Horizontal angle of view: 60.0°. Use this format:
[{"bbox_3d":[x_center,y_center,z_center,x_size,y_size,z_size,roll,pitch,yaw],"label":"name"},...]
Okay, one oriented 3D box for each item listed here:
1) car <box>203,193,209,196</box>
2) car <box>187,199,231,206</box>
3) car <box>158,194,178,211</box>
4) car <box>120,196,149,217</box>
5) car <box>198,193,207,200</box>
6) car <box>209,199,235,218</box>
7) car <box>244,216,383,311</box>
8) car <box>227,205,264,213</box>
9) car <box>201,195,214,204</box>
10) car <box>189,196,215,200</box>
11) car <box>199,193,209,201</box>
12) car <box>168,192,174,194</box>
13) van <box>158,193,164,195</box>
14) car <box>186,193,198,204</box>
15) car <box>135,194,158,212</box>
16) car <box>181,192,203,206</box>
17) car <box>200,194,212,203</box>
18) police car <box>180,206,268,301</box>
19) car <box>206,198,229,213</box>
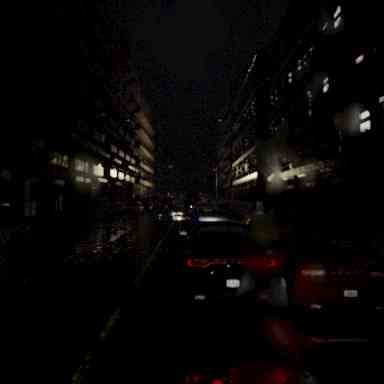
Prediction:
[{"bbox_3d":[2.636,1.351,51.891,1.887,1.381,4.507,1,0,0],"label":"car"},{"bbox_3d":[0.843,1.394,18.317,1.882,1.535,5.008,0,0,0],"label":"car"},{"bbox_3d":[-2.807,1.347,38.915,1.837,1.490,4.892,0,0,0],"label":"car"},{"bbox_3d":[-5.266,1.400,29.669,1.752,1.417,4.829,2,0,0],"label":"car"},{"bbox_3d":[2.637,1.195,85.078,1.967,1.590,4.097,1,0,0],"label":"car"},{"bbox_3d":[2.614,1.418,29.767,1.887,1.381,4.507,1,0,0],"label":"car"},{"bbox_3d":[2.592,1.507,7.645,1.887,1.381,4.507,1,0,0],"label":"car"},{"bbox_3d":[2.598,1.462,13.347,1.752,1.417,4.829,1,0,0],"label":"car"},{"bbox_3d":[2.642,1.339,57.421,1.887,1.381,4.507,1,0,0],"label":"car"},{"bbox_3d":[0.849,1.348,24.510,1.801,1.575,5.366,0,0,0],"label":"car"},{"bbox_3d":[2.629,1.081,74.014,2.192,1.841,5.009,1,0,0],"label":"car"},{"bbox_3d":[-5.227,1.099,63.021,2.192,1.841,5.009,1,0,0],"label":"car"},{"bbox_3d":[-5.244,1.161,46.428,1.690,1.788,3.998,2,0,0],"label":"van"},{"bbox_3d":[0.060,1.143,59.011,2.097,1.767,4.553,0,0,0],"label":"car"},{"bbox_3d":[-5.254,1.169,35.369,2.192,1.841,5.009,2,0,0],"label":"car"},{"bbox_3d":[0.052,1.045,45.013,2.150,2.045,5.566,0,0,0],"label":"car"},{"bbox_3d":[2.657,1.224,62.953,1.967,1.590,4.097,1,0,0],"label":"car"},{"bbox_3d":[0.717,1.384,8.421,1.930,1.638,5.238,0,0,0],"label":"police car"},{"bbox_3d":[2.619,1.405,35.299,2.008,1.369,4.403,1,0,0],"label":"car"}]
